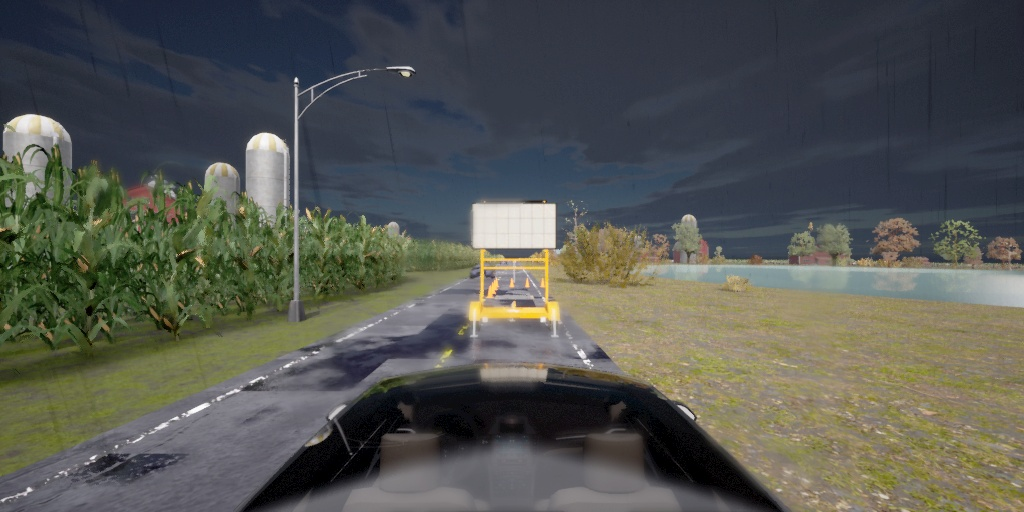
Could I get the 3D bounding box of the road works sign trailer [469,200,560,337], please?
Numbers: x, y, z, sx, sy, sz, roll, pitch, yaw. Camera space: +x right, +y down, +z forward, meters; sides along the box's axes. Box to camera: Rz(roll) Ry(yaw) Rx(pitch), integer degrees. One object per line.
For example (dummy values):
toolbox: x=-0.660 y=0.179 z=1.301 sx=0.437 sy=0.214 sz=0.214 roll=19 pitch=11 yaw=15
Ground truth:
road works sign trailer: x=0.069 y=0.217 z=10.259 sx=2.380 sy=3.560 sz=2.880 roll=0 pitch=0 yaw=0

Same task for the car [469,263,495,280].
car: x=-2.529 y=1.340 z=31.313 sx=1.994 sy=1.385 sz=4.181 roll=0 pitch=0 yaw=0
